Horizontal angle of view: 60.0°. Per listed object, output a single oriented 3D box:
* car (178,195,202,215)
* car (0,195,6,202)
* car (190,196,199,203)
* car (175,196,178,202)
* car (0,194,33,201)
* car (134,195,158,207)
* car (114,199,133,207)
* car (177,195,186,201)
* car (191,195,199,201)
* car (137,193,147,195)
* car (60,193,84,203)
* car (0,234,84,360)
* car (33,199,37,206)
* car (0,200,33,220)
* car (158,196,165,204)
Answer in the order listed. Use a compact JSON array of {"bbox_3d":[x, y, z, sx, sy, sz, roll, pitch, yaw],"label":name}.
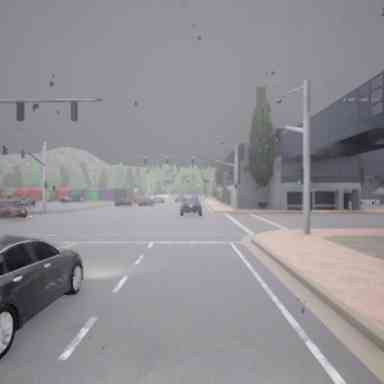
[{"bbox_3d":[-0.094,1.396,34.208,2.097,1.767,4.553,0,0,0],"label":"car"},{"bbox_3d":[-42.386,1.456,71.216,3.905,1.438,1.784,0,0,0],"label":"car"},{"bbox_3d":[0.603,1.620,75.843,2.128,1.511,4.902,0,0,2],"label":"car"},{"bbox_3d":[-2.888,1.647,76.241,1.994,1.385,4.181,0,0,2],"label":"car"},{"bbox_3d":[-24.966,1.213,45.810,4.605,1.855,1.932,0,0,0],"label":"car"},{"bbox_3d":[-7.098,1.614,51.808,2.033,1.411,5.357,0,0,2],"label":"car"},{"bbox_3d":[-10.604,1.667,51.571,1.895,1.301,4.718,0,0,2],"label":"car"},{"bbox_3d":[-2.630,1.580,86.033,1.994,1.385,4.181,0,0,2],"label":"car"},{"bbox_3d":[0.869,1.580,85.943,1.994,1.385,4.181,0,0,2],"label":"car"},{"bbox_3d":[-10.136,1.305,66.934,2.150,2.045,5.566,0,1,2],"label":"car"},{"bbox_3d":[-24.932,1.244,68.328,3.866,1.878,1.905,0,0,0],"label":"car"},{"bbox_3d":[-3.440,1.513,5.884,1.837,1.490,4.892,0,0,0],"label":"car"},{"bbox_3d":[-24.909,1.219,48.704,3.866,1.878,1.905,0,0,0],"label":"car"},{"bbox_3d":[-16.158,1.600,28.068,4.181,1.385,1.994,0,0,6],"label":"car"},{"bbox_3d":[-6.629,1.594,67.241,2.128,1.511,4.902,0,0,2],"label":"car"}]
